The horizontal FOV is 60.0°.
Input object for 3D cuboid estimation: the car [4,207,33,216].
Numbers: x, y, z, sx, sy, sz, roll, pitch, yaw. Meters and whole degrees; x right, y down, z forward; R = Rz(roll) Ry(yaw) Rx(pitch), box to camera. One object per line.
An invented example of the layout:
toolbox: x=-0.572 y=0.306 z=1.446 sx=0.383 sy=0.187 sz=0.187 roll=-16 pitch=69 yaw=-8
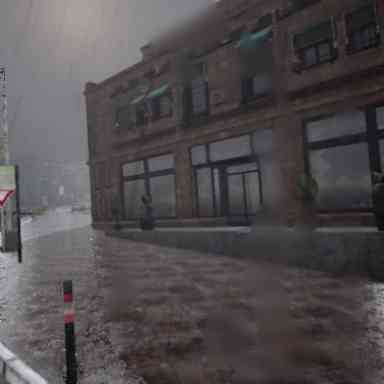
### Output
car: x=-24.447 y=2.777 z=46.584 sx=4.718 sy=1.301 sz=1.895 roll=-2 pitch=-2 yaw=32

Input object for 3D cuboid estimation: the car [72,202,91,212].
car: x=-17.839 y=2.420 z=54.189 sx=2.128 sy=1.511 sz=4.902 roll=-4 pitch=0 yaw=6
